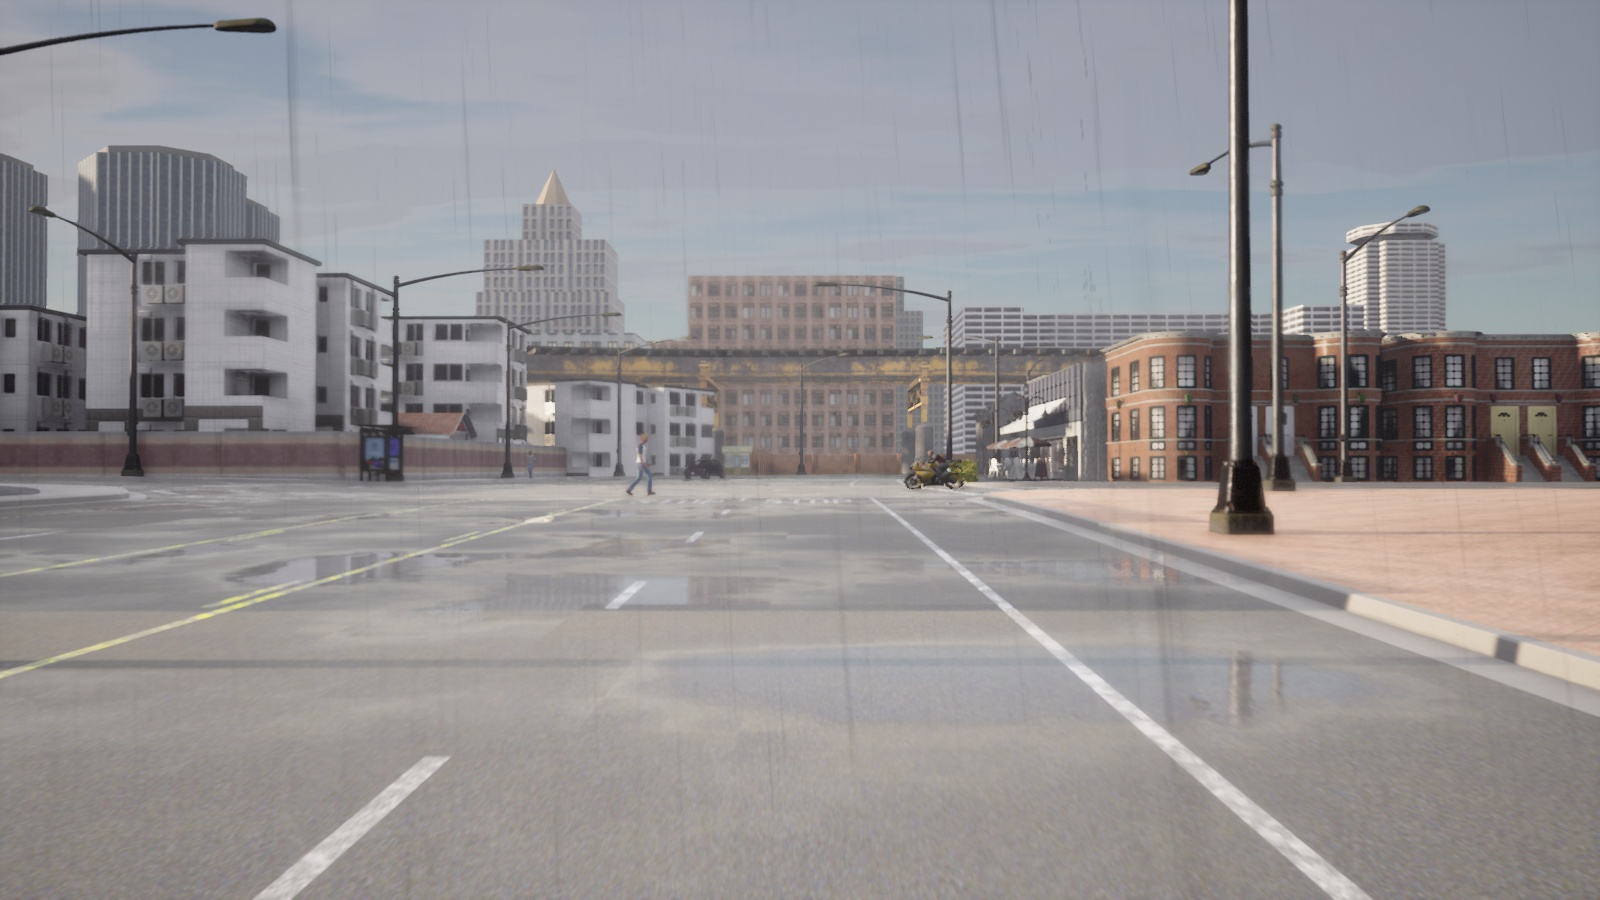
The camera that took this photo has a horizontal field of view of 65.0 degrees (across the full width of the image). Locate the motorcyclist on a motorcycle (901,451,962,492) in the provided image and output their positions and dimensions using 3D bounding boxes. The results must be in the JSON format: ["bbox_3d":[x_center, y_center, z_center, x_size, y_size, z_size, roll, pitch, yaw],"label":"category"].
[{"bbox_3d":[4.987,0.810,47.584,2.191,1.530,0.866,0,0,-2],"label":"motorcyclist on a motorcycle"}]

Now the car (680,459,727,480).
[{"bbox_3d":[-6.930,1.404,90.785,1.816,1.474,4.193,0,-1,20],"label":"car"}]

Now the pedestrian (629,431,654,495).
[{"bbox_3d":[-4.569,0.368,36.250,0.706,1.836,0.354,0,-1,-3],"label":"pedestrian"}]
